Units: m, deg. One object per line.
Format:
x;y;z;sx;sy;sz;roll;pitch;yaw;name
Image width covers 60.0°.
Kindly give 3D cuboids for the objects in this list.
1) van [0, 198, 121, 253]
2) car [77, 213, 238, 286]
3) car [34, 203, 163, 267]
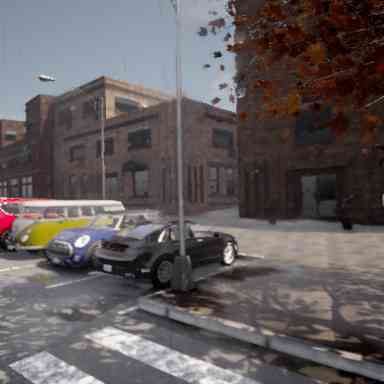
-4.820;1.334;13.156;1.878;1.987;4.442;0;0;39;van
-0.479;1.539;9.757;2.231;1.521;4.892;0;0;39;car
-2.590;1.424;11.527;2.185;1.767;4.553;0;0;39;car
